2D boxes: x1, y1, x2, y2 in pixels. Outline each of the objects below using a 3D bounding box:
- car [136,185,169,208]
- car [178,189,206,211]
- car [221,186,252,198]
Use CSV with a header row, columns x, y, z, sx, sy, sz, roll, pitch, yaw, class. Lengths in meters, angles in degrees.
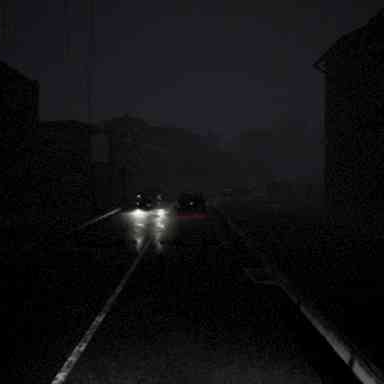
x,y,z,sx,sy,sz,roll,pitch,yaw,class
-3.045,0.275,26.287,2.097,1.767,4.553,0,3,3,car
0.021,0.481,24.563,1.882,1.535,5.008,0,3,1,car
5.666,-0.061,41.739,2.128,1.511,4.902,0,1,42,car
